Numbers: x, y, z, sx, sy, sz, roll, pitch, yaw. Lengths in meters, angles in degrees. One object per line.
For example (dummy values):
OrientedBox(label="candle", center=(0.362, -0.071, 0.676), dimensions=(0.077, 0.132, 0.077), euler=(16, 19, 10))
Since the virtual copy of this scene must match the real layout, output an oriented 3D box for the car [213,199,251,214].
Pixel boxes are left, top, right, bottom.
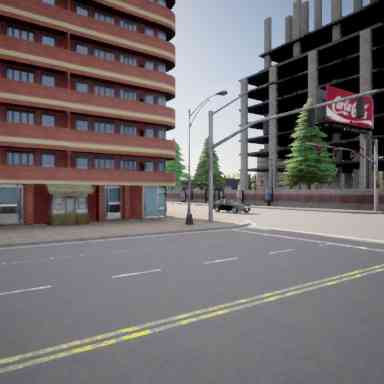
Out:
OrientedBox(label="car", center=(4.209, 1.491, 35.904), dimensions=(2.128, 1.511, 4.902), euler=(0, 0, -35))
